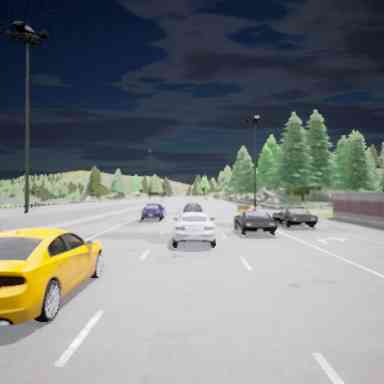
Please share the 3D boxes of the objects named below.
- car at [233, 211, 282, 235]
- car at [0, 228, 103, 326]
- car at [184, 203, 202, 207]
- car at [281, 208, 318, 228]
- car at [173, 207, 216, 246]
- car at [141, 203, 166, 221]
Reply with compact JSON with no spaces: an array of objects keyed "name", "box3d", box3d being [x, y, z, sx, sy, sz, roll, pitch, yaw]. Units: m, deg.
[{"name":"car","box3d":[3.600,1.746,19.718,1.895,1.301,4.718,0,0,0]},{"name":"car","box3d":[-3.400,1.532,7.337,1.882,1.535,5.008,0,0,0]},{"name":"car","box3d":[0.098,1.819,34.923,1.994,1.385,4.181,0,0,0]},{"name":"car","box3d":[7.099,1.773,23.395,1.895,1.301,4.718,0,0,0]},{"name":"car","box3d":[0.101,1.641,15.705,1.812,1.442,4.674,0,0,0]},{"name":"car","box3d":[-3.399,1.742,29.702,1.812,1.442,4.674,0,0,0]}]
